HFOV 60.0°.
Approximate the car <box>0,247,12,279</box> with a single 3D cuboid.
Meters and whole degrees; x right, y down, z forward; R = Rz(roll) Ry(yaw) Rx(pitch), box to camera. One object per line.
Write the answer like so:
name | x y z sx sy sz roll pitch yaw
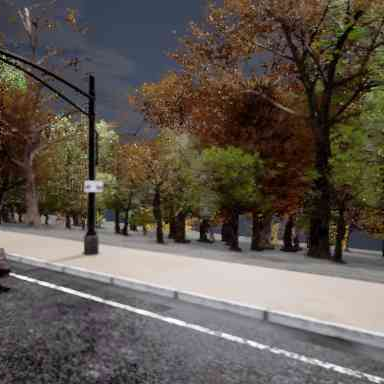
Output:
car | -6.694 1.545 8.459 5.357 1.411 2.033 0 0 35
